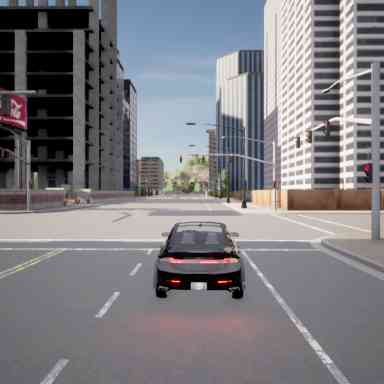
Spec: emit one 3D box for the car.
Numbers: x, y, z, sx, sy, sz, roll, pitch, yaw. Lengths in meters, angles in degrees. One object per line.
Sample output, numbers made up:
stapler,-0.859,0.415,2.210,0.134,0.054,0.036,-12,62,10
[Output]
car,0.205,1.492,8.460,2.128,1.511,4.902,0,0,2
